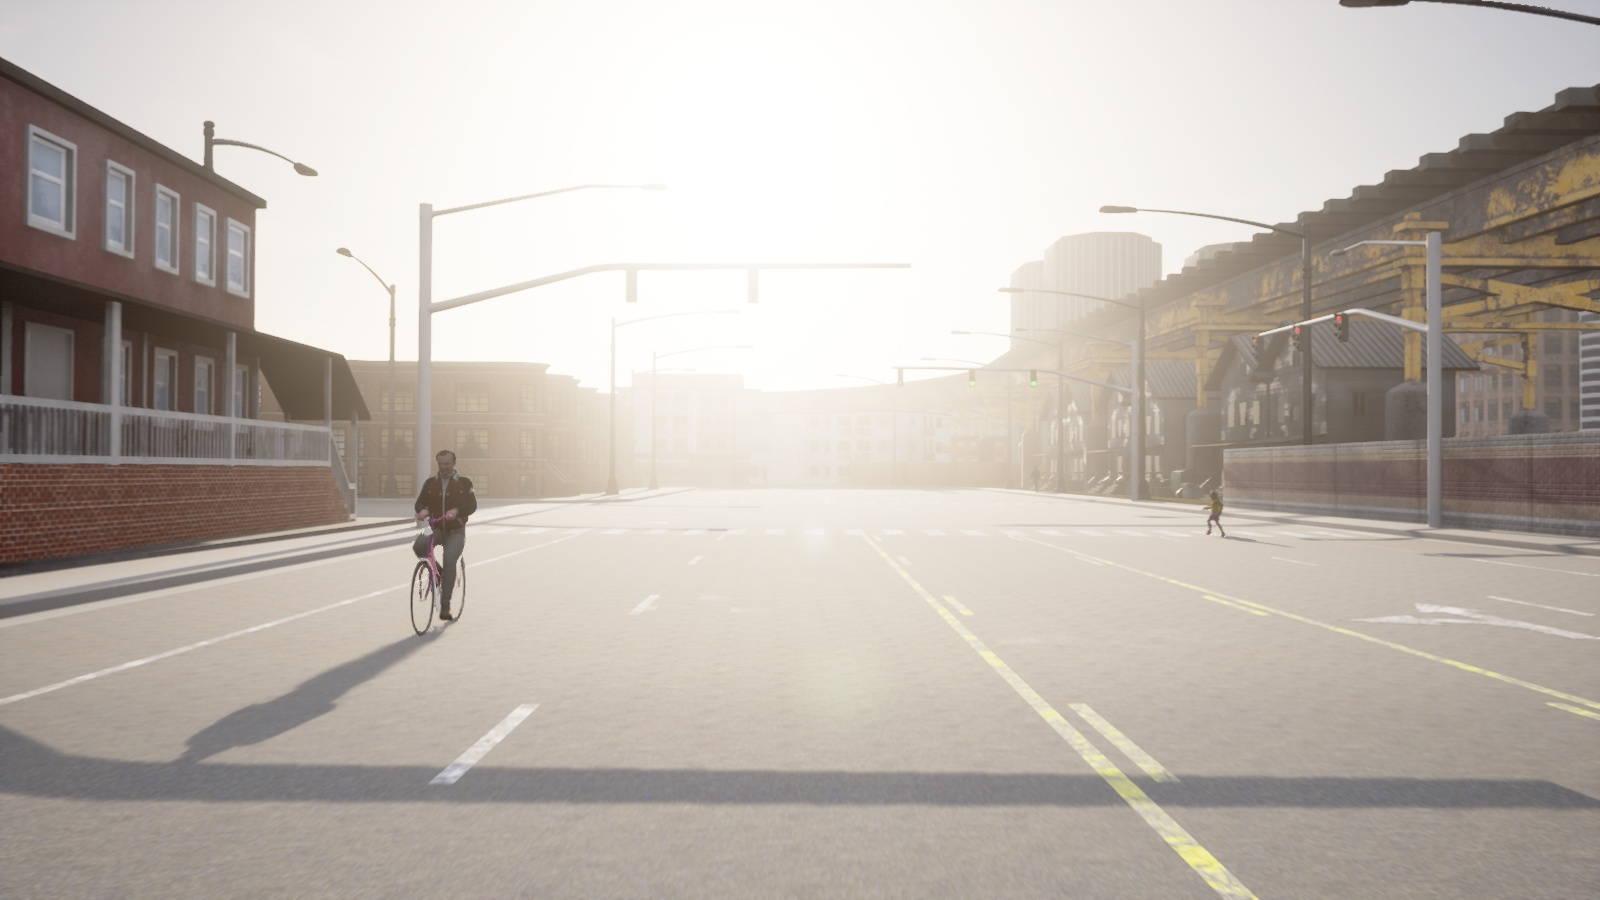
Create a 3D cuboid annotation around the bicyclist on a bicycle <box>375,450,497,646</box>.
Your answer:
[{"bbox_3d":[-3.527,0.906,12.319,0.659,1.776,1.843,0,-1,0],"label":"bicyclist on a bicycle"}]

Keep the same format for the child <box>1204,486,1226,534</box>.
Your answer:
[{"bbox_3d":[10.102,1.461,30.570,0.473,1.160,0.299,0,-1,8],"label":"child"}]
